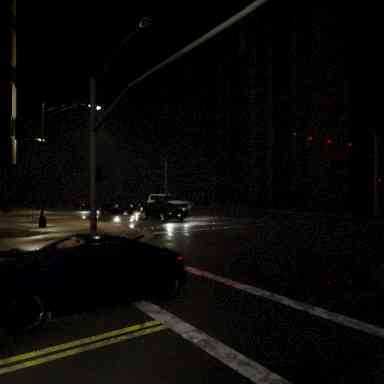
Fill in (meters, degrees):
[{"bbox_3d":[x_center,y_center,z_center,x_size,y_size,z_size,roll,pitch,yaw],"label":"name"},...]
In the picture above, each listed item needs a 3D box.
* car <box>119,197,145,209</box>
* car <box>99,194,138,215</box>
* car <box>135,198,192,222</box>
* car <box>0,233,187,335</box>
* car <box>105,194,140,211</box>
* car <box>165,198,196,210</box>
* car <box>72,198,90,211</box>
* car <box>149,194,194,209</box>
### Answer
[{"bbox_3d":[-8.511,1.526,47.099,1.812,1.442,4.674,0,0,-36],"label":"car"},{"bbox_3d":[-7.712,1.352,33.847,2.097,1.767,4.553,0,0,-36],"label":"car"},{"bbox_3d":[-2.381,1.505,26.534,1.837,1.490,4.892,0,0,-36],"label":"car"},{"bbox_3d":[-2.170,1.564,6.745,4.181,1.385,1.994,0,0,-36],"label":"car"},{"bbox_3d":[-8.707,1.221,41.170,2.150,2.045,5.566,0,0,-36],"label":"car"},{"bbox_3d":[-1.560,1.526,43.507,1.812,1.442,4.674,0,0,-36],"label":"car"},{"bbox_3d":[-13.670,1.478,42.070,1.882,1.535,5.008,0,0,-36],"label":"car"},{"bbox_3d":[-2.390,1.221,32.491,2.150,2.045,5.566,0,0,-36],"label":"car"}]
